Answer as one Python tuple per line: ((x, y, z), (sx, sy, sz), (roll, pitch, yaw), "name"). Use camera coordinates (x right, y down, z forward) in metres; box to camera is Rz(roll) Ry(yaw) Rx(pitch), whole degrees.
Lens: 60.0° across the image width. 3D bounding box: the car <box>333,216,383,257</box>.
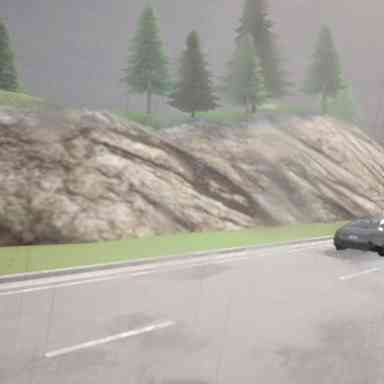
((7.604, 1.659, 13.475), (4.181, 1.385, 1.994), (0, 0, -36), "car")
